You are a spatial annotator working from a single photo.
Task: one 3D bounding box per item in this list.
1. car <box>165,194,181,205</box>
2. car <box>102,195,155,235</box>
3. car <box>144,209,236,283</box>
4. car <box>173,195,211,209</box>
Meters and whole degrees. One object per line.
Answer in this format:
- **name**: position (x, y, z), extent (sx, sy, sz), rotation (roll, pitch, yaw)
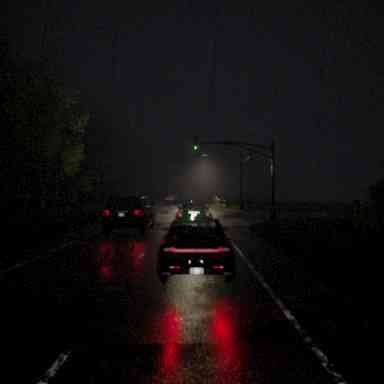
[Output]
- **car**: position (-3.373, 1.328, 54.476), extent (2.128, 1.511, 4.902), rotation (0, 0, 0)
- **car**: position (-3.390, 1.169, 18.623), extent (2.150, 2.045, 5.566), rotation (0, 0, 0)
- **car**: position (0.104, 1.465, 9.530), extent (2.128, 1.511, 4.902), rotation (0, 0, 0)
- **car**: position (0.110, 1.291, 20.852), extent (2.097, 1.767, 4.553), rotation (0, 0, 0)
